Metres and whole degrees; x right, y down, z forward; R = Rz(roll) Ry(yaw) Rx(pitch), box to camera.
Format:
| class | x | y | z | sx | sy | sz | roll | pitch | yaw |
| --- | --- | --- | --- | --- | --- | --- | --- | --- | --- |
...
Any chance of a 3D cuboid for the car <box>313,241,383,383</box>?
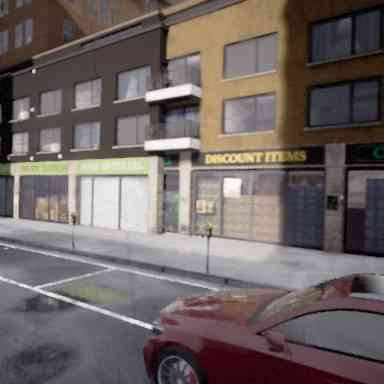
| class | x | y | z | sx | sy | sz | roll | pitch | yaw |
| --- | --- | --- | --- | --- | --- | --- | --- | --- | --- |
| car | 3.969 | 1.605 | 3.929 | 4.403 | 1.369 | 2.008 | 1 | 1 | 35 |

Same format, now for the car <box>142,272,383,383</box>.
| class | x | y | z | sx | sy | sz | roll | pitch | yaw |
| --- | --- | --- | --- | --- | --- | --- | --- | --- | --- |
| car | 1.644 | 1.547 | 3.153 | 4.674 | 1.442 | 1.812 | 1 | 0 | 35 |
